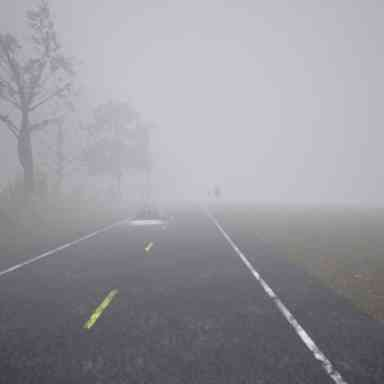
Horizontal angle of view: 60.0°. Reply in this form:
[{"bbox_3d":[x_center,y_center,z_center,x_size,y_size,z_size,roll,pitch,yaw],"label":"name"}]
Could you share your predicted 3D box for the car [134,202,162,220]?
[{"bbox_3d":[-3.602,1.550,28.088,1.994,1.385,4.181,0,0,0],"label":"car"}]
